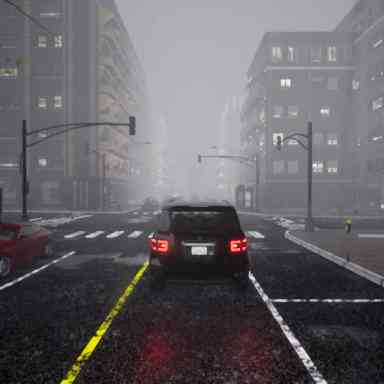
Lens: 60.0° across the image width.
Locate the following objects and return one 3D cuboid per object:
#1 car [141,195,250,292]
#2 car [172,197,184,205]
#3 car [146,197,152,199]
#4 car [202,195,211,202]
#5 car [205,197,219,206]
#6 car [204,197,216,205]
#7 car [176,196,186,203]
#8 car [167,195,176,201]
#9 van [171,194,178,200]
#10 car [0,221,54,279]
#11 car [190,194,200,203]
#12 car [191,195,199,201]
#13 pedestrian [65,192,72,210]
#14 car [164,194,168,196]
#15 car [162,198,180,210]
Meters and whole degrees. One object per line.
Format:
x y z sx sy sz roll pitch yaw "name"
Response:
0.165 1.220 9.075 2.150 2.045 5.566 0 0 1 "car"
-2.512 1.559 61.569 1.994 1.385 4.181 0 0 1 "car"
-5.319 1.436 42.399 1.967 1.590 4.097 0 0 1 "car"
3.369 1.435 76.148 1.967 1.590 4.097 0 0 1 "car"
3.164 1.546 53.594 2.008 1.369 4.403 0 0 1 "car"
3.215 1.540 59.231 1.887 1.381 4.507 0 0 1 "car"
-2.356 1.518 71.874 1.812 1.442 4.674 0 0 1 "car"
-4.961 1.520 81.698 1.752 1.417 4.829 0 0 1 "car"
-4.856 1.335 93.145 1.690 1.788 3.998 0 0 1 "van"
-5.614 1.580 9.989 1.802 1.307 4.206 0 0 1 "car"
0.670 1.350 72.899 2.097 1.767 4.553 0 0 1 "car"
0.744 1.473 82.676 1.882 1.535 5.008 0 0 1 "car"
-12.420 0.900 33.456 0.375 1.860 0.375 0 -1 0 "pedestrian"
-5.063 1.310 70.591 2.192 1.841 5.009 0 0 1 "car"
-2.703 1.559 43.028 1.994 1.385 4.181 0 0 1 "car"
